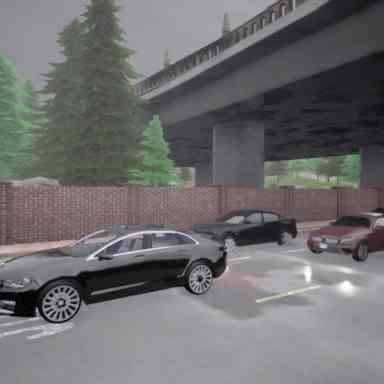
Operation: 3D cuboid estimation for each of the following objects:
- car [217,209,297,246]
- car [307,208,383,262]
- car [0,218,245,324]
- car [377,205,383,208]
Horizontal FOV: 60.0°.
[{"bbox_3d":[2.183,1.477,13.771,5.008,1.535,1.882,0,0,-33],"label":"car"},{"bbox_3d":[6.285,1.525,12.272,4.674,1.442,1.812,0,0,-33],"label":"car"},{"bbox_3d":[-1.469,1.491,7.197,4.902,1.511,2.128,0,0,-33],"label":"car"},{"bbox_3d":[12.134,1.525,20.282,4.674,1.442,1.812,0,0,-33],"label":"car"}]
